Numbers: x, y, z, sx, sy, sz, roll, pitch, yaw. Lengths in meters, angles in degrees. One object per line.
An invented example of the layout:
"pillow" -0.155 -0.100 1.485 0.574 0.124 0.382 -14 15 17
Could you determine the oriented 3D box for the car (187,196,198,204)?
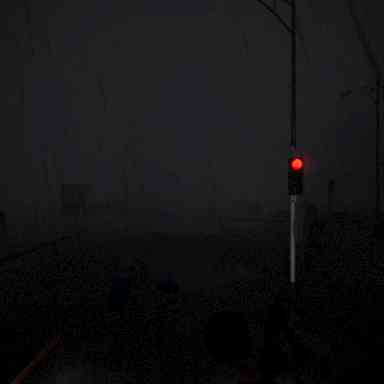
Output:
"car" 0.056 1.520 61.395 1.812 1.442 4.674 0 0 0
